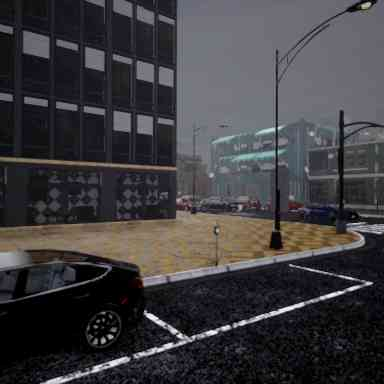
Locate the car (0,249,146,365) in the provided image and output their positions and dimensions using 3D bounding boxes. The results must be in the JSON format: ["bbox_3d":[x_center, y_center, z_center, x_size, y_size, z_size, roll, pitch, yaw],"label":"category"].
[{"bbox_3d":[-2.736,1.566,4.604,4.313,1.339,1.947,0,0,-35],"label":"car"}]

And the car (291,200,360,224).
[{"bbox_3d":[9.583,1.424,23.617,1.994,1.385,4.181,0,1,-32],"label":"car"}]

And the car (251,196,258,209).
[{"bbox_3d":[6.014,1.162,38.651,1.967,1.590,4.097,1,0,-36],"label":"car"}]

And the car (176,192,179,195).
[{"bbox_3d":[-0.542,1.132,47.599,2.008,1.369,4.403,1,0,-36],"label":"car"}]

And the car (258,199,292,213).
[{"bbox_3d":[9.290,1.372,34.176,1.802,1.307,4.206,1,0,-36],"label":"car"}]

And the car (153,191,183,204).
[{"bbox_3d":[-3.814,0.824,52.072,2.192,1.841,5.009,1,0,-36],"label":"car"}]

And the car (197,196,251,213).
[{"bbox_3d":[3.068,1.215,32.859,2.128,1.511,4.902,0,0,-36],"label":"car"}]

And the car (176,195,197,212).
[{"bbox_3d":[-0.748,1.252,33.698,1.802,1.307,4.206,1,0,-36],"label":"car"}]
